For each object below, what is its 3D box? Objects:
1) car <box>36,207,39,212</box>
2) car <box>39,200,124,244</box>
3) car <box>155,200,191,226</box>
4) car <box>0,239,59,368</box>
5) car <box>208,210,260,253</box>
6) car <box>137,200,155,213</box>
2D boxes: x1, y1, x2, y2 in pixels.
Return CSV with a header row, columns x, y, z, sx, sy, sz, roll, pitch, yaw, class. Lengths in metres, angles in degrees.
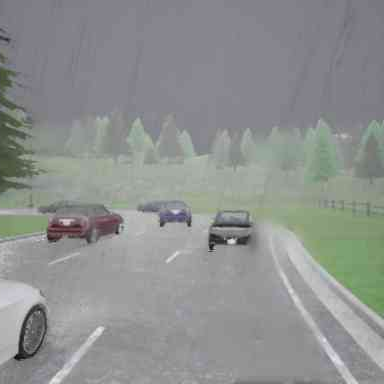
x,y,z,sx,sy,sz,roll,pitch,yaw,class
-12.335,1.510,32.040,5.357,1.411,2.033,0,0,20,car
-4.945,1.340,16.065,2.097,1.767,4.553,0,0,9,car
-1.333,1.362,23.634,2.097,1.767,4.553,0,0,-7,car
-3.106,1.513,3.018,1.812,1.442,4.674,0,0,3,car
1.782,1.510,13.928,2.128,1.511,4.902,0,0,10,car
-3.439,1.554,34.497,5.357,1.411,2.033,0,0,42,car
